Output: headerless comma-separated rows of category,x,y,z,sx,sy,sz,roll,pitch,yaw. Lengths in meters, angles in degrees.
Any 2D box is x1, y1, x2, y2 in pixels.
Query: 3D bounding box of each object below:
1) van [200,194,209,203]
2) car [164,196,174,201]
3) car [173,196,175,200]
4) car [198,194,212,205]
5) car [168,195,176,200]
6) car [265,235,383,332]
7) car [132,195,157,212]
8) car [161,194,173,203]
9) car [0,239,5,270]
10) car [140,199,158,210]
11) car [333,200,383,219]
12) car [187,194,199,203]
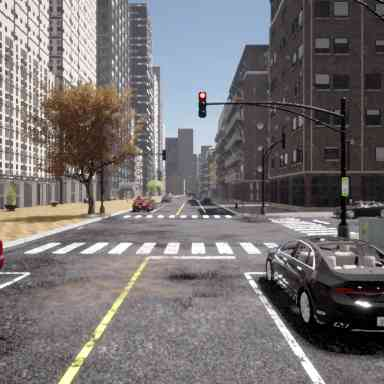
van,2.658,1.402,72.298,1.690,1.788,3.998,0,0,0
car,-5.727,1.632,83.340,2.008,1.369,4.403,0,0,0
car,-5.725,1.385,77.817,2.192,1.841,5.009,0,0,0
car,2.664,1.610,61.251,1.947,1.339,4.313,0,0,0
car,-5.732,1.654,94.385,2.008,1.369,4.403,0,0,0
car,2.687,1.551,6.772,2.008,1.369,4.403,0,0,0
car,-5.708,1.336,39.157,2.192,1.841,5.009,0,0,0
car,-5.722,1.627,72.294,1.947,1.339,4.313,0,0,0
car,-5.694,1.545,6.769,1.887,1.381,4.507,0,0,0
car,-5.710,1.592,44.680,1.947,1.339,4.313,0,0,0
car,13.415,1.350,26.183,4.403,1.369,2.008,-1,1,-1
car,-0.030,1.656,68.927,1.895,1.301,4.718,0,0,0
